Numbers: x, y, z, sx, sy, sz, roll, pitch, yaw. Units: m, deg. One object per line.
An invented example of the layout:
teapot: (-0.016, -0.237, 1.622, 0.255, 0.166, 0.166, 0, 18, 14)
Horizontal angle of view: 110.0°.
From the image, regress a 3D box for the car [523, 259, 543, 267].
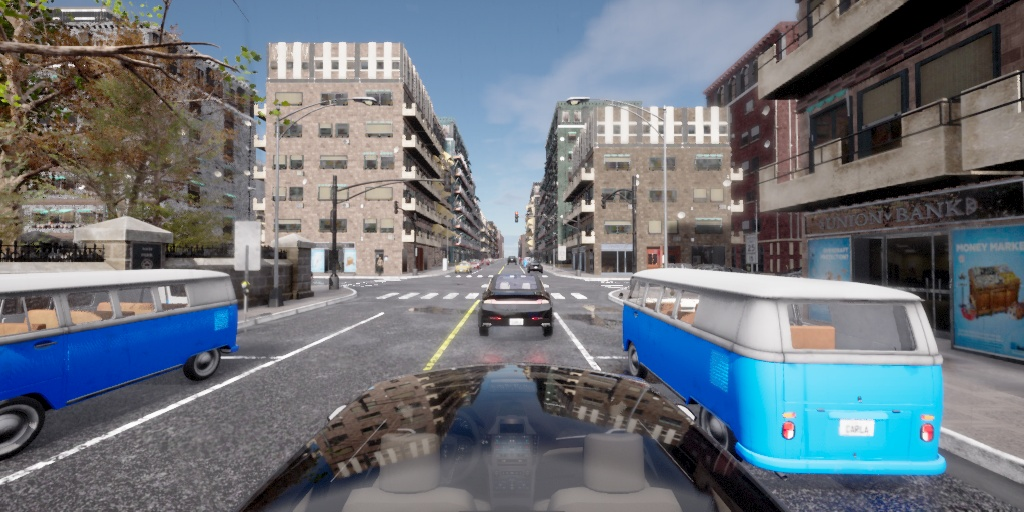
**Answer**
car: (2.695, 1.330, 42.571, 1.948, 1.339, 4.313, 0, 0, 0)

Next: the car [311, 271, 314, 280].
car: (-16.586, 0.999, 25.323, 4.553, 1.767, 2.097, 0, -1, 1)

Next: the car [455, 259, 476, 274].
car: (-5.686, 1.289, 42.402, 1.751, 1.417, 4.829, 0, 0, 0)

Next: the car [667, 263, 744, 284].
car: (15.094, 1.357, 28.144, 5.008, 1.535, 1.882, 0, -1, 1)

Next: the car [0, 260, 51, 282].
car: (-36.510, 1.044, 25.567, 4.892, 1.490, 1.837, 0, -1, 1)

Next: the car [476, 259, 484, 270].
car: (-5.686, 1.208, 53.857, 1.967, 1.591, 4.097, 0, 0, 0)

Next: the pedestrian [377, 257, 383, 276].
pedestrian: (-12.536, 0.967, 34.014, 0.375, 1.860, 0.375, 0, -1, 1)

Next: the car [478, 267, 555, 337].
car: (0.101, 1.244, 10.354, 2.128, 1.511, 4.902, 0, 0, 0)

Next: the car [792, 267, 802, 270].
car: (24.995, 1.461, 28.025, 4.674, 1.442, 1.812, 0, -1, 1)

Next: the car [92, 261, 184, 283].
car: (-26.411, 1.119, 25.439, 4.674, 1.442, 1.812, 0, -1, 1)

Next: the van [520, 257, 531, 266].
van: (2.696, 1.112, 59.498, 1.690, 1.789, 3.998, 0, 0, 0)

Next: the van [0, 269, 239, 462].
van: (-5.656, 1.092, 4.627, 1.690, 1.789, 3.998, 0, 0, 0)

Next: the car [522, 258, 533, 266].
car: (2.695, 1.317, 48.214, 2.007, 1.370, 4.403, 0, 0, 0)

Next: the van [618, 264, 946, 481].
van: (2.659, 1.092, 4.625, 1.690, 1.789, 3.998, 0, 0, 0)
